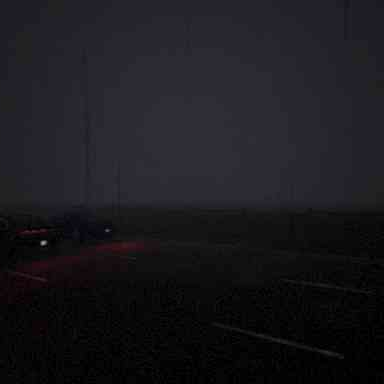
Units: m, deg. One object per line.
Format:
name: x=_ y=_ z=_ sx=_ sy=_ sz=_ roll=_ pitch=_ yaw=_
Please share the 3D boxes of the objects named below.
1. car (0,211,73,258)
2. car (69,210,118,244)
car: x=-7.310 y=1.641 z=13.402 sx=4.902 sy=1.511 sz=2.128 roll=-1 pitch=0 yaw=36
car: x=-5.874 y=1.634 z=16.686 sx=5.008 sy=1.535 sz=1.882 roll=0 pitch=0 yaw=36
